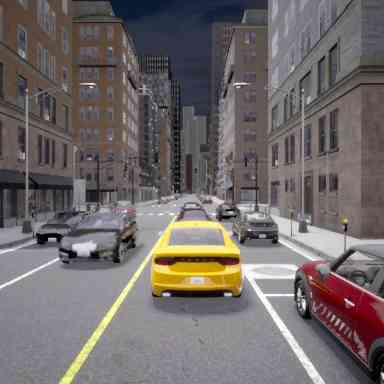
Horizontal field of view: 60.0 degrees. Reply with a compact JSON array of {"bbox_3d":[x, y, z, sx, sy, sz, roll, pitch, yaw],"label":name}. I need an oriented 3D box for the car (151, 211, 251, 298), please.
[{"bbox_3d":[0.098,1.478,8.591,1.882,1.535,5.008,0,0,0],"label":"car"}]

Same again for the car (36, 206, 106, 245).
[{"bbox_3d":[-5.662,1.567,15.668,1.947,1.339,4.313,0,0,0],"label":"car"}]

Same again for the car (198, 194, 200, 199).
[{"bbox_3d":[2.945,1.616,74.575,2.008,1.369,4.403,0,0,0],"label":"car"}]

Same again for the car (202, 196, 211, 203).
[{"bbox_3d":[2.932,1.579,69.336,1.752,1.417,4.829,0,0,0],"label":"car"}]

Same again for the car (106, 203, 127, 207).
[{"bbox_3d":[-5.660,1.584,21.170,1.802,1.307,4.206,0,0,0],"label":"car"}]

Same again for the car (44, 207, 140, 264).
[{"bbox_3d":[-3.086,1.492,11.923,2.128,1.511,4.902,0,0,0],"label":"car"}]

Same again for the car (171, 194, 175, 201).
[{"bbox_3d":[-5.580,1.616,74.591,2.008,1.369,4.403,0,0,0],"label":"car"}]

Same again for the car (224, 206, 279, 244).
[{"bbox_3d":[2.863,1.552,15.664,2.008,1.369,4.403,0,0,0],"label":"car"}]

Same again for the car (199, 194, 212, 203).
[{"bbox_3d":[2.919,1.484,63.757,1.967,1.590,4.097,0,0,0],"label":"car"}]

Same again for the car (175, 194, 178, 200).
[{"bbox_3d":[-5.544,1.637,90.647,1.752,1.417,4.829,0,0,0],"label":"car"}]

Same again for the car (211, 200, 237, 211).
[{"bbox_3d":[2.868,1.569,26.667,1.947,1.339,4.313,0,0,0],"label":"car"}]

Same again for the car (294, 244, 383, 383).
[{"bbox_3d":[2.858,1.440,4.662,1.967,1.590,4.097,0,0,0],"label":"car"}]

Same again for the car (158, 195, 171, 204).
[{"bbox_3d":[-5.605,1.626,63.774,1.802,1.307,4.206,0,0,0],"label":"car"}]

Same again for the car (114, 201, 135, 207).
[{"bbox_3d":[-5.657,1.443,26.671,1.967,1.590,4.097,0,0,0],"label":"car"}]

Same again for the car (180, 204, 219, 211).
[{"bbox_3d":[0.115,1.565,17.585,1.994,1.385,4.181,0,0,0],"label":"car"}]

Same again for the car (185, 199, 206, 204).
[{"bbox_3d":[0.012,1.529,26.396,1.812,1.442,4.674,0,0,2],"label":"car"}]
